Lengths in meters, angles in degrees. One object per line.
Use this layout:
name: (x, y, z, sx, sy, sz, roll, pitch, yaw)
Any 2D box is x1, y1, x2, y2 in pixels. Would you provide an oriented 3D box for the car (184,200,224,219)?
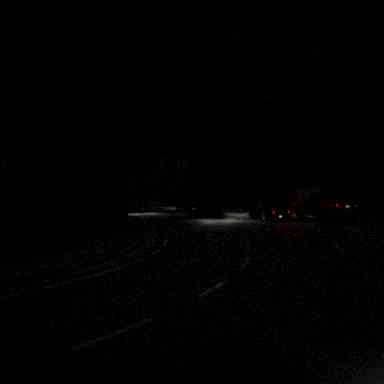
car: (1.174, 1.476, 29.813, 1.882, 1.535, 5.008, -1, 0, -20)

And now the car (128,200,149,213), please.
car: (-6.430, 1.648, 38.798, 1.812, 1.442, 4.674, -1, 0, -25)

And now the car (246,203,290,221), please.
car: (6.000, 1.522, 26.557, 1.895, 1.301, 4.718, -1, 0, -13)

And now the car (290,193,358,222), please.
car: (9.956, 1.079, 25.017, 2.150, 2.045, 5.566, -1, 0, -11)

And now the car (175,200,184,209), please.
car: (-0.522, 1.632, 43.051, 1.895, 1.301, 4.718, -1, 0, -25)
